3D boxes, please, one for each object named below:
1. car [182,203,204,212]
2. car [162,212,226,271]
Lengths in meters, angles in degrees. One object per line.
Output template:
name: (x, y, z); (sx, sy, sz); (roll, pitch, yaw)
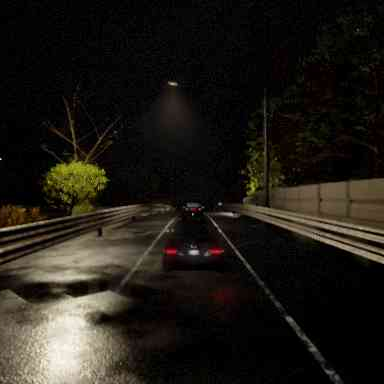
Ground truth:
car: (0.121, 1.797, 31.622); (2.128, 1.511, 4.902); (0, -1, 1)
car: (0.062, 1.628, 11.107); (2.033, 1.411, 5.357); (0, 0, 0)
